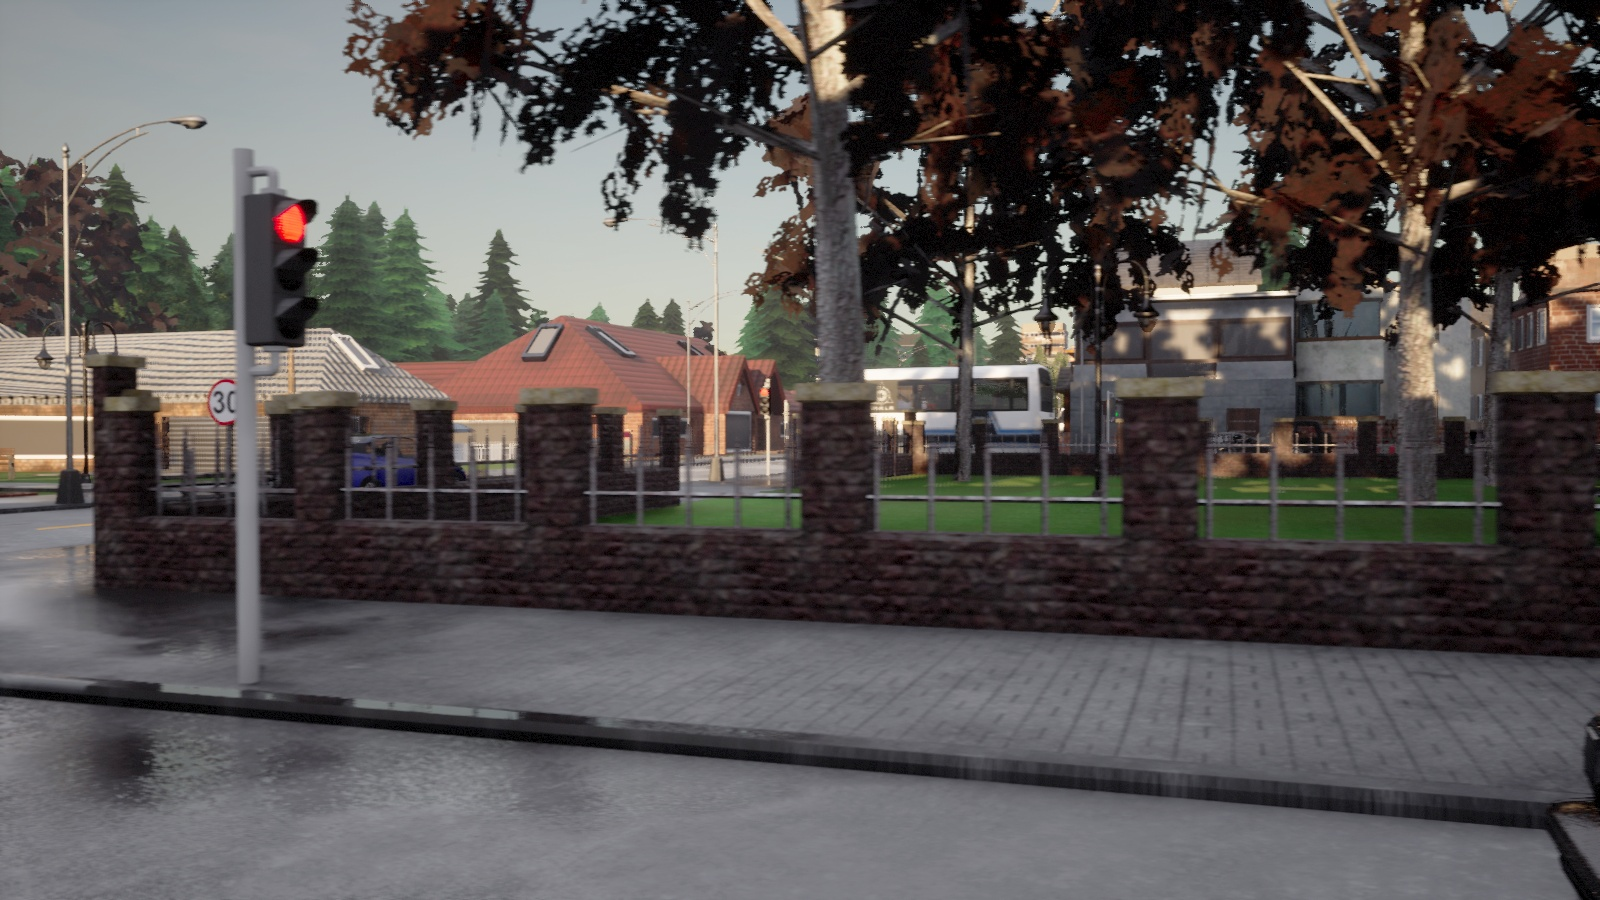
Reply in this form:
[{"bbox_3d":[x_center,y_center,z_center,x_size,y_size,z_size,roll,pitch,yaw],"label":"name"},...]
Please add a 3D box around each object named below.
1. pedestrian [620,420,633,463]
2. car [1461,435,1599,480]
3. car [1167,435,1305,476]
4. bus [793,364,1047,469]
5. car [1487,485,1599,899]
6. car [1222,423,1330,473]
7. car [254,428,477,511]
[{"bbox_3d":[-7.532,-0.375,54.484,0.345,1.836,0.594,1,1,18],"label":"pedestrian"},{"bbox_3d":[25.477,0.241,42.851,4.892,1.490,1.837,0,1,16],"label":"car"},{"bbox_3d":[15.901,0.175,46.045,4.674,1.442,1.812,0,1,15],"label":"car"},{"bbox_3d":[5.201,-1.407,54.734,10.273,4.253,3.944,1,0,22],"label":"bus"},{"bbox_3d":[4.427,0.855,2.224,5.357,1.411,2.033,1,1,19],"label":"car"},{"bbox_3d":[18.682,-0.099,49.445,3.866,1.878,1.905,1,1,19],"label":"car"},{"bbox_3d":[-8.699,0.330,25.628,2.007,1.525,4.514,1,1,17],"label":"car"}]
